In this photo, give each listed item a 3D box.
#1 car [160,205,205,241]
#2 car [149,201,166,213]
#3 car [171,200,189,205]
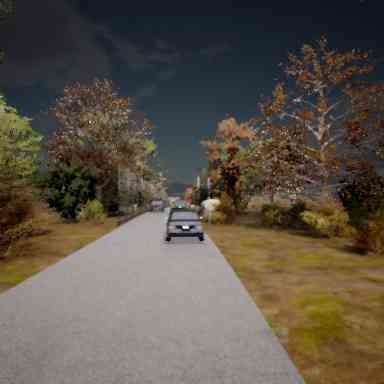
[{"bbox_3d":[-0.393,1.613,17.117,2.033,1.411,5.357,0,0,-3],"label":"car"},{"bbox_3d":[-4.577,1.939,44.047,1.837,1.490,4.892,0,-1,-2],"label":"car"},{"bbox_3d":[-1.345,1.663,37.608,2.097,1.767,4.553,0,-1,-3],"label":"car"}]
